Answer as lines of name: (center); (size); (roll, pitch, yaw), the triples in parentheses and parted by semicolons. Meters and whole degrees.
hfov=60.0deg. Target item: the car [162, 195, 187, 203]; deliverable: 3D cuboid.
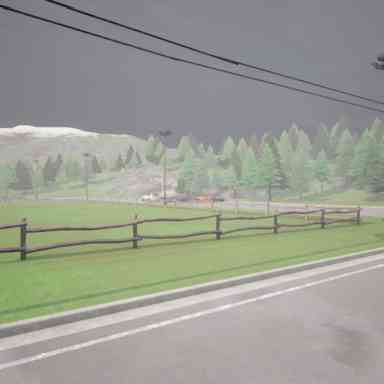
car: (-3.552, 1.564, 67.109); (1.994, 1.385, 4.181); (0, 0, -35)

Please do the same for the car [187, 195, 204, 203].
car: (-0.457, 1.547, 68.793); (2.033, 1.411, 5.357); (0, 0, -35)

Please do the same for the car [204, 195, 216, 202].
car: (2.305, 1.354, 70.949); (2.097, 1.767, 4.553); (0, 0, -35)

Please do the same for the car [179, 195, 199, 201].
car: (-0.766, 1.482, 81.379); (2.033, 1.411, 5.357); (0, 0, -35)

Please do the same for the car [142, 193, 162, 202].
car: (-9.366, 1.173, 75.354); (2.150, 2.045, 5.566); (0, 0, -35)

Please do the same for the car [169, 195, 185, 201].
car: (-3.627, 1.495, 79.362); (1.994, 1.385, 4.181); (0, 0, -35)

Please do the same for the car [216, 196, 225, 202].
car: (5.086, 1.595, 73.078); (1.895, 1.301, 4.718); (0, 0, -35)

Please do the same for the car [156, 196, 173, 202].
car: (-6.505, 1.541, 77.370); (1.895, 1.301, 4.718); (0, 0, -35)
